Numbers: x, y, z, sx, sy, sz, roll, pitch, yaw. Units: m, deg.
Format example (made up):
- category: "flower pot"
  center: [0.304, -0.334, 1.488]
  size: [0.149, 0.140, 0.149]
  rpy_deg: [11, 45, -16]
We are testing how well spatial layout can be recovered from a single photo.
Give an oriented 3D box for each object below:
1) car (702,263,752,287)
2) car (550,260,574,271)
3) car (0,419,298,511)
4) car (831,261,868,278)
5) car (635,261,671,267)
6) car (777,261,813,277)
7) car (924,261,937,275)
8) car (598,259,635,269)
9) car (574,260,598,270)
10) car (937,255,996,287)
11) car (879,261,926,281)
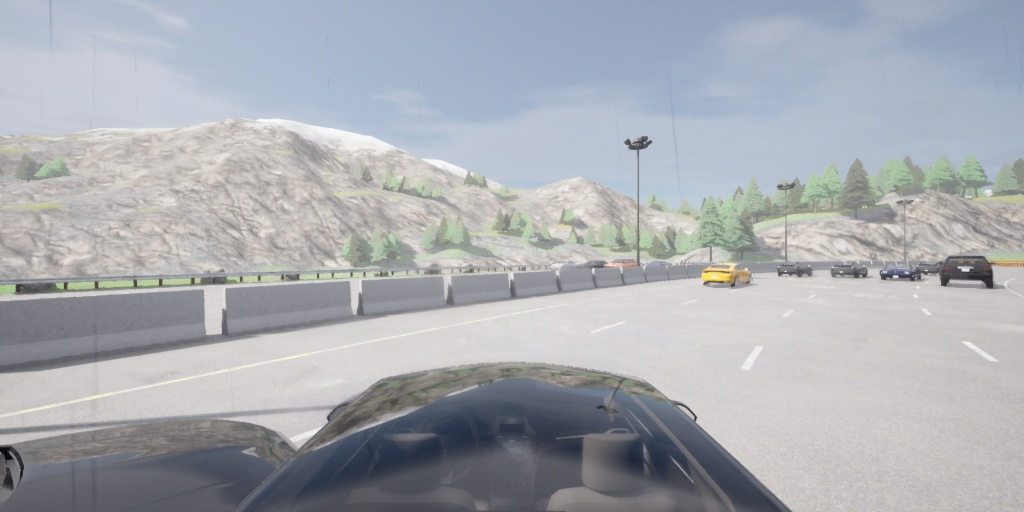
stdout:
- category: "car"
  center: [14.836, 1.228, 24.664]
  size: [5.008, 1.535, 1.882]
  rpy_deg: [0, 0, -42]
- category: "car"
  center: [6.874, 1.275, 45.706]
  size: [4.674, 1.442, 1.812]
  rpy_deg: [0, 0, -39]
- category: "car"
  center: [-2.984, 1.255, 0.567]
  size: [4.892, 1.490, 1.837]
  rpy_deg: [0, 0, -45]
- category: "car"
  center: [31.385, 1.242, 33.364]
  size: [4.902, 1.511, 2.128]
  rpy_deg: [0, 0, -35]
- category: "car"
  center: [16.065, 1.279, 39.641]
  size: [4.674, 1.442, 1.812]
  rpy_deg: [0, 0, -38]
- category: "car"
  center: [27.588, 1.242, 34.935]
  size: [4.902, 1.511, 2.128]
  rpy_deg: [0, 0, -36]
- category: "car"
  center: [43.324, 1.242, 36.882]
  size: [4.902, 1.511, 2.128]
  rpy_deg: [0, 0, -31]
- category: "car"
  center: [12.420, 1.101, 41.212]
  size: [4.553, 1.767, 2.097]
  rpy_deg: [0, 0, -38]
- category: "car"
  center: [10.205, 1.257, 43.922]
  size: [4.892, 1.490, 1.837]
  rpy_deg: [1, 0, -38]
- category: "car"
  center: [31.021, 0.973, 24.463]
  size: [5.566, 2.045, 2.150]
  rpy_deg: [0, 0, -37]
- category: "car"
  center: [32.282, 1.351, 29.732]
  size: [4.718, 1.301, 1.895]
  rpy_deg: [0, 0, -35]
